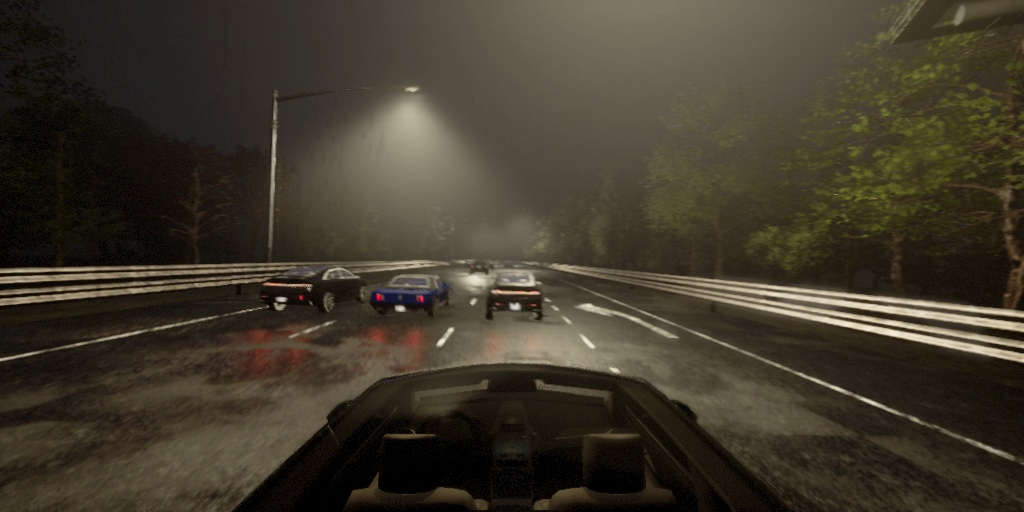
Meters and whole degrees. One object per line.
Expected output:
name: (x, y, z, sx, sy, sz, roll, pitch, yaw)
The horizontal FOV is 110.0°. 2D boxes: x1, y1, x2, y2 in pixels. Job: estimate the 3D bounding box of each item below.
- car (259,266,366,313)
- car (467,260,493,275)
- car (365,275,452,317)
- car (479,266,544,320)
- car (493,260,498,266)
car: (-6.910, 1.104, 13.146, 2.128, 1.511, 4.902, 2, 0, -1)
car: (-3.743, 1.331, 42.748, 2.097, 1.767, 4.553, 2, -1, -1)
car: (-3.414, 1.326, 13.141, 1.895, 1.301, 4.718, 2, 0, -1)
car: (0.083, 1.330, 13.099, 2.128, 1.511, 4.902, 2, 0, -1)
car: (-3.950, 1.647, 60.827, 2.128, 1.511, 4.902, 2, -1, -1)
